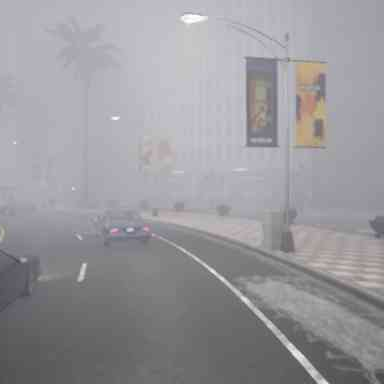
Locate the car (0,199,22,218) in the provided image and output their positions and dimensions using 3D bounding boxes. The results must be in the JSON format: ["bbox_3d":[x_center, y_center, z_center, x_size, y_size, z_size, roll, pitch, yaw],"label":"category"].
[{"bbox_3d":[-16.639,1.474,28.549,4.674,1.442,1.812,0,0,43],"label":"car"}]

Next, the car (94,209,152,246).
[{"bbox_3d":[-3.284,1.492,15.085,2.033,1.411,5.357,0,0,-22],"label":"car"}]

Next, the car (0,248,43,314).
[{"bbox_3d":[-4.047,1.542,5.331,2.033,1.411,5.357,0,0,-9],"label":"car"}]

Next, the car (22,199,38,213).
[{"bbox_3d":[-18.091,1.474,34.425,5.357,1.411,2.033,0,0,38],"label":"car"}]
